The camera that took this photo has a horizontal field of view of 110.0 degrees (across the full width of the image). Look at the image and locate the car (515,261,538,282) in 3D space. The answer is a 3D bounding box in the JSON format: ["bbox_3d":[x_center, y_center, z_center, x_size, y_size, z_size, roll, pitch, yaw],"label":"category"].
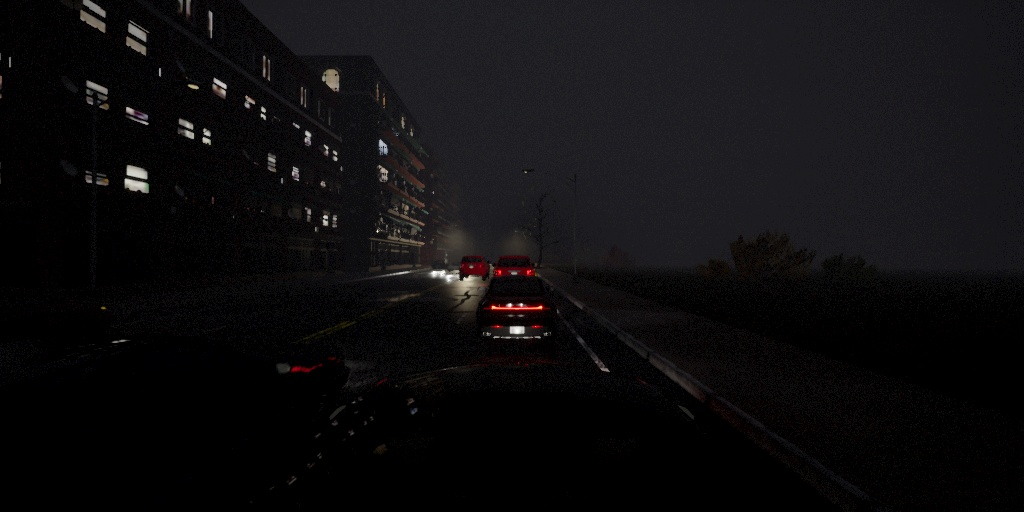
[{"bbox_3d":[1.149,1.206,30.454,1.801,1.575,5.366,0,0,0],"label":"car"}]

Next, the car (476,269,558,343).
[{"bbox_3d":[0.105,1.255,9.699,1.837,1.490,4.892,0,0,0],"label":"car"}]

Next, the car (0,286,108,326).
[{"bbox_3d":[-9.848,1.276,6.039,1.812,1.442,4.674,0,0,0],"label":"car"}]

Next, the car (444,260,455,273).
[{"bbox_3d":[-6.584,1.349,43.411,1.895,1.301,4.718,0,0,0],"label":"car"}]

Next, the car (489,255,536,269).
[{"bbox_3d":[0.107,0.972,20.046,2.150,2.045,5.566,0,0,0],"label":"car"}]

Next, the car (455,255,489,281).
[{"bbox_3d":[-3.139,0.969,30.603,2.150,2.045,5.566,0,0,0],"label":"car"}]

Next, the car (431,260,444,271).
[{"bbox_3d":[-9.828,1.239,49.699,2.128,1.511,4.902,0,0,0],"label":"car"}]

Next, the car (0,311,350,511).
[{"bbox_3d":[-3.149,1.297,2.459,2.033,1.411,5.357,0,0,0],"label":"car"}]
